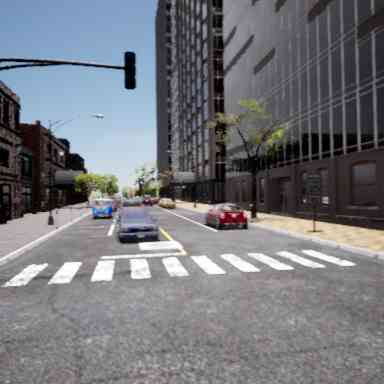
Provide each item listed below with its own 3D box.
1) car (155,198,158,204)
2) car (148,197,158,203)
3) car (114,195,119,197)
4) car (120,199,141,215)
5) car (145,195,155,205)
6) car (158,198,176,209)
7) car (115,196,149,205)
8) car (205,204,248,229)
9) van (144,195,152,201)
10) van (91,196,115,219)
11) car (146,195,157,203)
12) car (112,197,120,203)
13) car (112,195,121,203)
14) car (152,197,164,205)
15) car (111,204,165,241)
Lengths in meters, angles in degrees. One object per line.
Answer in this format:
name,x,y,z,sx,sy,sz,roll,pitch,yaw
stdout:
car,-4.528,1.689,54.355,1.752,1.417,4.829,0,0,-11
car,-8.937,1.788,76.051,1.752,1.417,4.829,0,0,-11
car,-13.810,1.600,57.955,2.192,1.841,5.009,0,0,-11
car,-6.971,1.650,37.411,2.128,1.511,4.902,-1,0,-11
car,-8.001,1.566,57.868,2.097,1.767,4.553,-1,0,-11
car,-3.426,1.665,48.932,1.752,1.417,4.829,0,0,-11
car,-4.935,1.465,27.236,2.097,1.767,4.553,-1,0,-11
car,2.119,1.455,21.645,1.967,1.590,4.097,0,0,-11
van,-12.209,1.677,92.157,1.690,1.788,3.998,0,0,-11
van,-8.300,1.503,30.838,1.690,1.788,3.998,0,0,-11
car,-10.006,1.602,81.310,2.192,1.841,5.009,0,0,-11
car,-18.186,1.909,79.483,1.752,1.417,4.829,0,0,-11
car,-19.321,1.724,85.074,2.192,1.841,5.009,0,0,-11
car,-6.699,1.757,65.037,1.887,1.381,4.507,0,0,-11
car,-2.989,1.616,17.531,2.033,1.411,5.357,-1,0,-15
